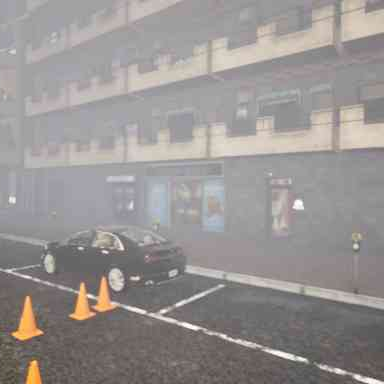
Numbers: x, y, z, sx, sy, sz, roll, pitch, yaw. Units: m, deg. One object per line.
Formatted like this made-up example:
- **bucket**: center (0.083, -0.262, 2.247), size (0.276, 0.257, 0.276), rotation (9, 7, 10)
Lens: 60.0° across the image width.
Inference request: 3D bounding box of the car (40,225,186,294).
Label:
- **car**: center (-2.184, 1.532, 8.593), size (4.403, 1.369, 2.008), rotation (1, 0, 36)

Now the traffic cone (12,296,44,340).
- **traffic cone**: center (-2.572, 1.933, 5.214), size (0.340, 0.580, 0.340), rotation (1, 0, 36)

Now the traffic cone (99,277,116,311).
- **traffic cone**: center (-1.714, 1.941, 6.449), size (0.340, 0.580, 0.340), rotation (1, 0, 43)

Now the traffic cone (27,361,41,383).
- **traffic cone**: center (-1.537, 1.943, 3.232), size (0.340, 0.580, 0.340), rotation (1, 0, 36)

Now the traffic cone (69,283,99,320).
- **traffic cone**: center (-1.985, 1.939, 6.024), size (0.340, 0.580, 0.340), rotation (1, 0, 36)
